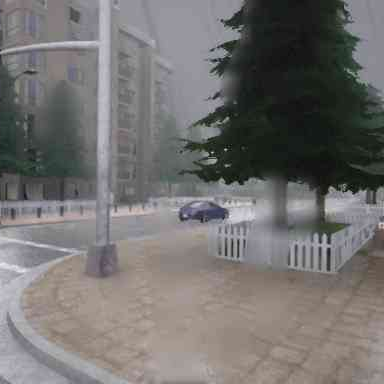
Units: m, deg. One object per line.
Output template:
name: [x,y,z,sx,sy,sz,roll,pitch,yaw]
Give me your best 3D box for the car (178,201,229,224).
car: [0.848,1.329,23.131,1.812,1.442,4.674,1,1,34]
